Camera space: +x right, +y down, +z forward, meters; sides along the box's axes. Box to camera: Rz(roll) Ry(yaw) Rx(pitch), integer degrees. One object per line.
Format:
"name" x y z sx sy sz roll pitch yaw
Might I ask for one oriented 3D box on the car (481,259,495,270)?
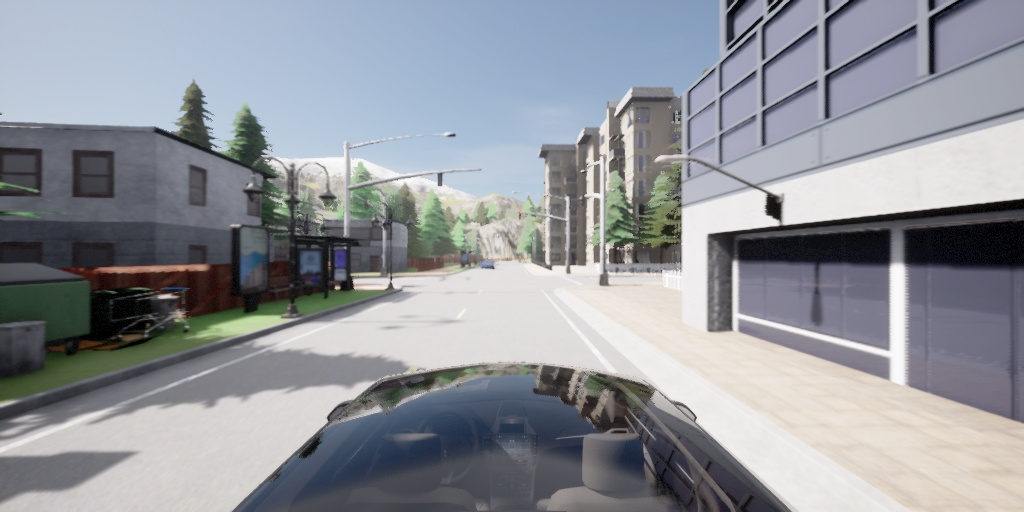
"car" -3.512 1.277 52.691 1.882 1.535 5.008 0 1 0
